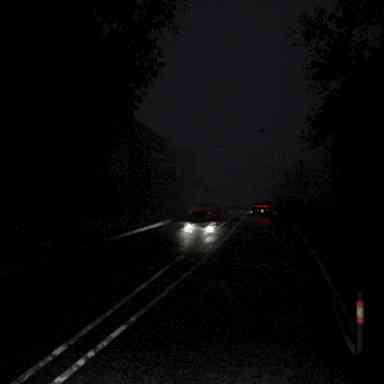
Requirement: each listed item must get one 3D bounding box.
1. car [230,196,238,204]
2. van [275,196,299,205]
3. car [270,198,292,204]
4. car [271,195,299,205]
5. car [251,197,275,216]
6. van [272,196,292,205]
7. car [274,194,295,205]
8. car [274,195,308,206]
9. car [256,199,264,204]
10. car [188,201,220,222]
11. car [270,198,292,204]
[{"bbox_3d":[11.805,2.186,93.183,2.150,2.045,5.566,0,-1,11],"label":"car"},{"bbox_3d":[20.251,1.812,71.083,4.442,1.987,1.878,1,-1,-9],"label":"van"},{"bbox_3d":[23.582,2.419,88.548,5.366,1.575,1.946,1,-1,-10],"label":"car"},{"bbox_3d":[20.713,1.852,73.974,5.566,2.045,2.435,1,-1,-9],"label":"car"},{"bbox_3d":[6.804,1.438,32.079,1.837,1.490,4.892,0,0,13],"label":"car"},{"bbox_3d":[22.424,2.074,82.723,4.442,1.987,1.878,1,-1,-9],"label":"van"},{"bbox_3d":[17.990,1.503,59.436,5.566,2.045,2.435,1,-1,-9],"label":"car"},{"bbox_3d":[18.482,1.572,62.322,5.566,2.045,2.435,1,-1,-9],"label":"car"},{"bbox_3d":[17.948,2.435,88.208,1.994,1.385,4.181,0,-1,11],"label":"car"},{"bbox_3d":[1.029,1.422,26.347,1.882,1.535,5.008,0,0,13],"label":"car"},{"bbox_3d":[22.881,2.389,85.611,4.792,1.488,2.163,1,-1,-9],"label":"car"}]
